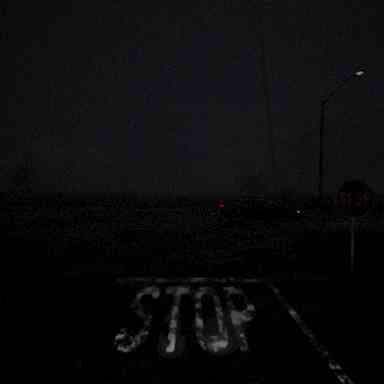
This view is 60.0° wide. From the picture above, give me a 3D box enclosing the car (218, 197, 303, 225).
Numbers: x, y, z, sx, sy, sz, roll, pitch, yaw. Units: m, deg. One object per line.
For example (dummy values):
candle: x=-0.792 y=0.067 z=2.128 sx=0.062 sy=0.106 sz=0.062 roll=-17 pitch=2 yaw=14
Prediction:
car: x=4.003 y=1.065 z=19.693 sx=4.902 sy=1.511 sz=2.128 roll=1 pitch=2 yaw=0
